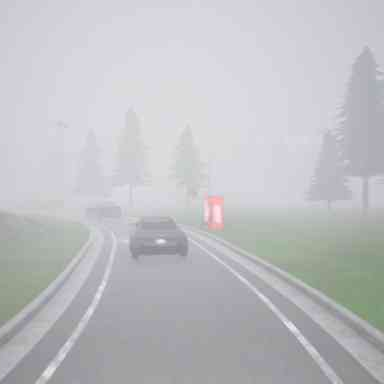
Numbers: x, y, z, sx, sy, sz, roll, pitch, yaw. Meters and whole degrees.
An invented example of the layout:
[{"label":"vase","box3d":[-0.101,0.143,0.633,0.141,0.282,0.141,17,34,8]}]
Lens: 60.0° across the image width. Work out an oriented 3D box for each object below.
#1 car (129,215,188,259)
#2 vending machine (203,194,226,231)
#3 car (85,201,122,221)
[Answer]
[{"label":"car","box3d":[-1.401,1.578,12.779,1.994,1.385,4.181,0,0,-11]},{"label":"vending machine","box3d":[1.298,1.202,19.613,1.100,2.100,0.880,0,0,-18]},{"label":"car","box3d":[-7.649,1.531,28.420,1.882,1.535,5.008,0,0,-33]}]
